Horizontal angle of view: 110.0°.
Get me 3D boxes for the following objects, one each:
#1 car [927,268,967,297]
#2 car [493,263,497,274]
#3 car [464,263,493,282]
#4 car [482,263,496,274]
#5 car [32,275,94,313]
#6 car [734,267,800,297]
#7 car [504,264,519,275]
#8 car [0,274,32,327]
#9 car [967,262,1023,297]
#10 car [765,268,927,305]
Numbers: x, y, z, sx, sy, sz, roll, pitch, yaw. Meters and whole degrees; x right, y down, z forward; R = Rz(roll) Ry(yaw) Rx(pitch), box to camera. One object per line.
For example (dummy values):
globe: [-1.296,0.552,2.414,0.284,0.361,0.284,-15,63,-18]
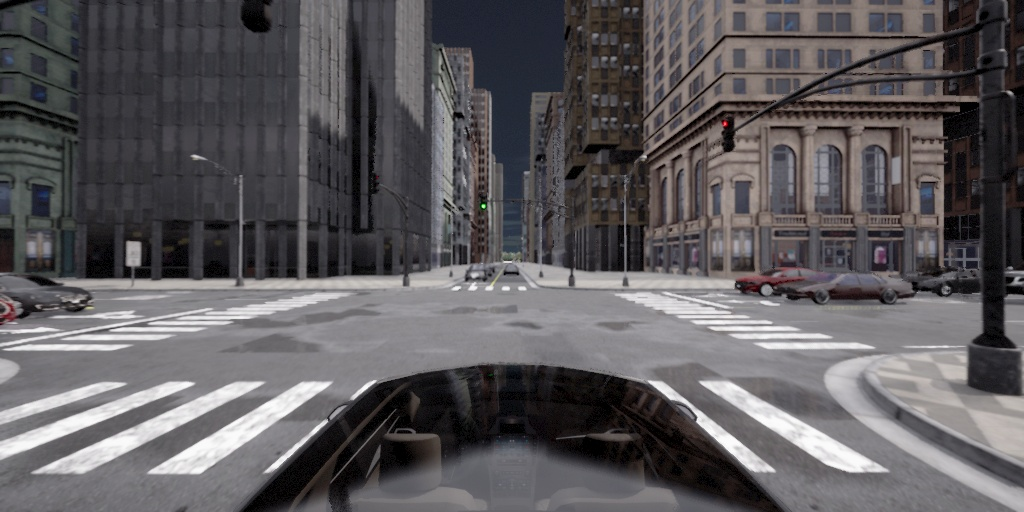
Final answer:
car: [24.329,1.401,19.793,4.892,1.490,1.837,0,0,-1]
car: [-3.249,1.650,42.207,2.128,1.511,4.902,0,-1,0]
car: [-3.197,1.553,32.859,2.128,1.511,4.902,0,-1,0]
car: [-3.299,1.771,52.536,1.837,1.490,4.892,0,-1,0]
car: [-18.032,1.382,12.809,4.892,1.490,1.837,0,0,0]
car: [14.951,1.377,19.733,5.008,1.535,1.882,0,0,0]
car: [-0.084,1.783,47.349,1.994,1.385,4.181,0,-1,0]
car: [-16.575,1.208,9.571,4.553,1.767,2.097,0,0,0]
car: [25.316,1.097,16.541,5.566,2.045,2.150,0,0,1]
car: [15.128,1.427,16.485,5.357,1.411,2.033,0,0,-1]
